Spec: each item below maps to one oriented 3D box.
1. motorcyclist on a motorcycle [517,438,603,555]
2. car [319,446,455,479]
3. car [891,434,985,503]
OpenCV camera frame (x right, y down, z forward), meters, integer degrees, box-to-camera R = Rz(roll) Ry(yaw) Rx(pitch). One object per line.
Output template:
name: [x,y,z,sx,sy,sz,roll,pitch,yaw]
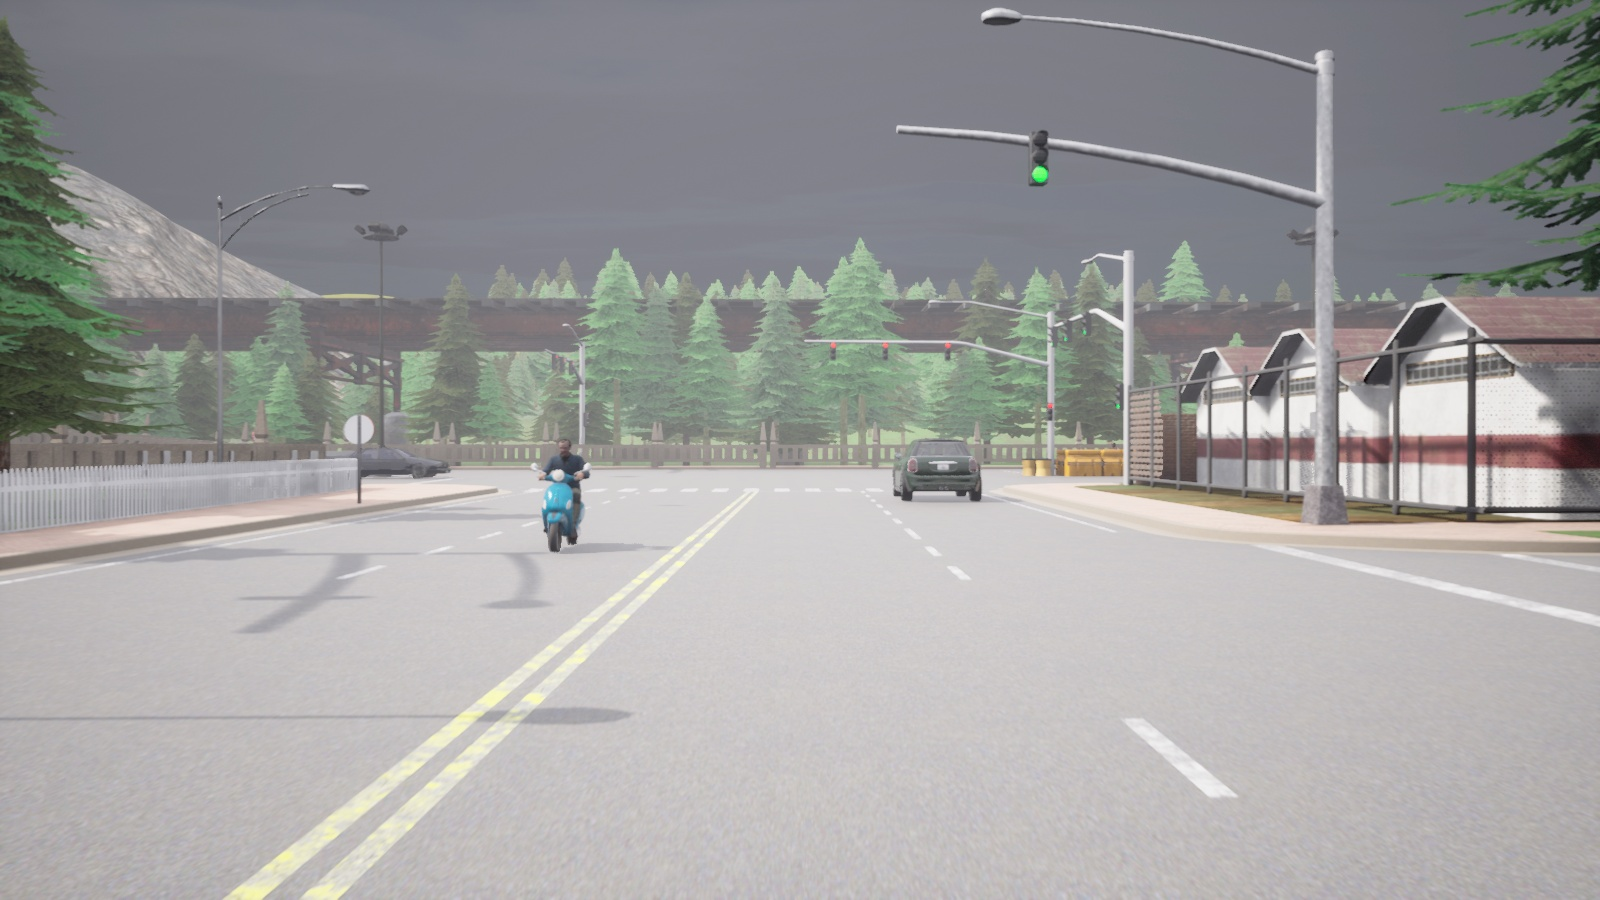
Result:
motorcyclist on a motorcycle: [-3.383,0.626,17.893,0.866,1.590,1.817,0,0,0]
car: [-18.337,0.554,55.932,5.357,1.411,2.033,0,0,-1]
car: [3.712,0.471,34.536,2.097,1.767,4.553,0,0,0]
